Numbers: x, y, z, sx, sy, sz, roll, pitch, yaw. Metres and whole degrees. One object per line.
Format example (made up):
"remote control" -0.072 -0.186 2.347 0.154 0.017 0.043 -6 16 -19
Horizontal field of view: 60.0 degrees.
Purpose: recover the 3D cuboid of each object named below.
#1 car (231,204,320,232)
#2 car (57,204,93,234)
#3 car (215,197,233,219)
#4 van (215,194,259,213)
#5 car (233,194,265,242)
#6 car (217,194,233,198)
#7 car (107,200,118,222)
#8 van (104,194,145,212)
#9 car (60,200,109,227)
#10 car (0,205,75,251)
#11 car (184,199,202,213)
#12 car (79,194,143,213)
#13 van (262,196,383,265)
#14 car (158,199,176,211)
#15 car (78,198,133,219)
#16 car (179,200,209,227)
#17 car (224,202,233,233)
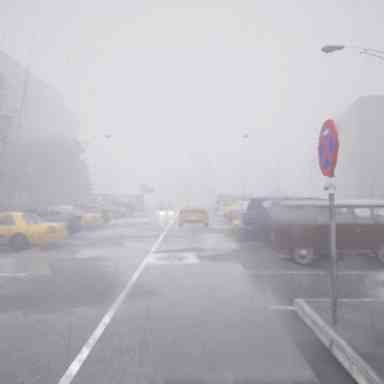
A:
"car" 4.680 1.488 19.232 4.674 1.452 2.002 0 0 0
"car" -7.676 1.482 16.168 4.792 1.488 2.163 0 0 0
"car" 4.869 1.432 27.480 5.366 1.575 1.946 0 0 0
"van" 4.801 1.223 35.965 4.442 1.987 1.878 0 -1 0
"car" 4.710 1.206 13.650 5.566 2.045 2.435 0 0 0
"car" 4.653 1.304 30.399 4.553 1.767 2.185 0 0 0
"car" -7.676 1.473 21.756 4.792 1.488 2.163 0 0 0
"van" -7.762 1.257 38.492 4.442 1.987 1.878 0 -1 0
"car" -7.833 1.445 18.962 5.366 1.575 1.946 0 0 0
"car" -7.833 1.454 13.375 5.366 1.575 1.946 0 0 0
"car" 0.105 1.561 37.995 1.994 1.385 4.181 0 -1 0
"car" -7.618 1.179 30.136 5.566 2.045 2.435 0 0 0
"van" 4.798 1.236 10.859 4.442 1.987 1.878 0 0 0
"car" -3.048 1.546 40.924 2.128 1.511 4.902 0 -2 0
"car" -7.617 1.464 27.343 4.792 1.488 2.163 0 0 0
"car" 0.103 1.440 22.788 1.882 1.535 5.008 0 -1 0
"car" 4.497 1.450 16.316 5.366 1.575 1.946 0 0 0
